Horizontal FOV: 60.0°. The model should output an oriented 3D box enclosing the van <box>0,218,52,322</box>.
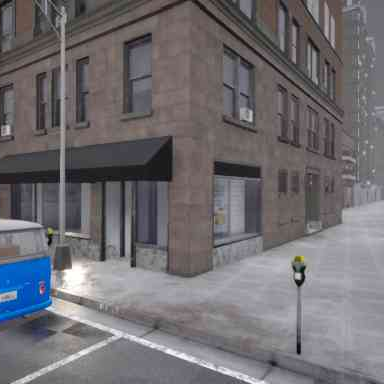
[{"bbox_3d":[-4.288,1.340,6.080,3.998,1.788,1.690,0,0,35],"label":"van"}]
